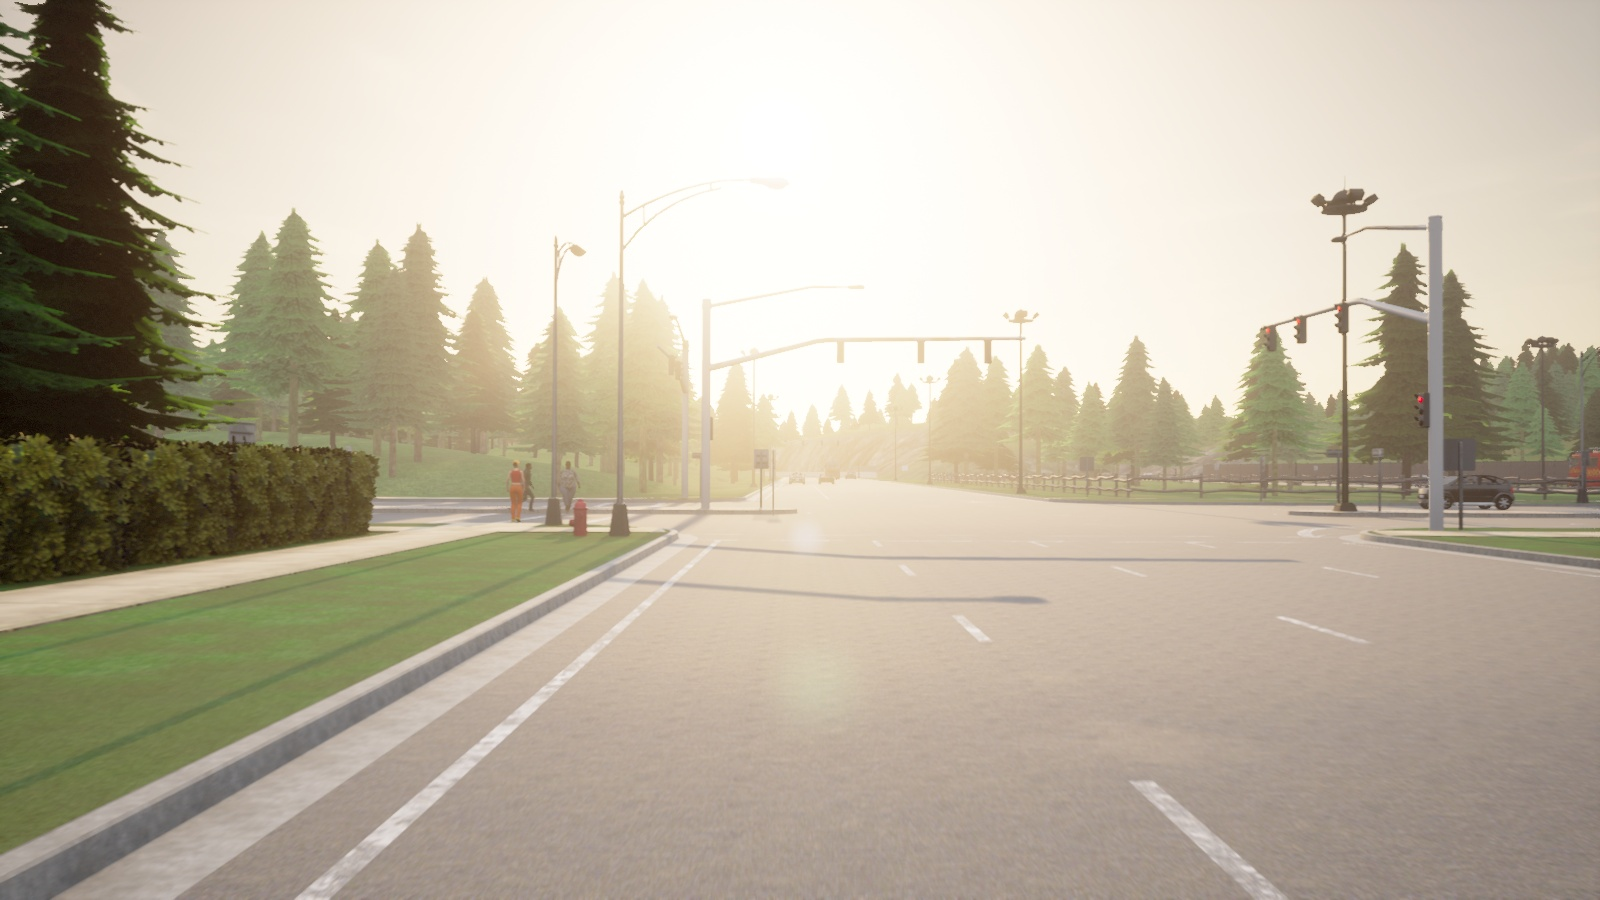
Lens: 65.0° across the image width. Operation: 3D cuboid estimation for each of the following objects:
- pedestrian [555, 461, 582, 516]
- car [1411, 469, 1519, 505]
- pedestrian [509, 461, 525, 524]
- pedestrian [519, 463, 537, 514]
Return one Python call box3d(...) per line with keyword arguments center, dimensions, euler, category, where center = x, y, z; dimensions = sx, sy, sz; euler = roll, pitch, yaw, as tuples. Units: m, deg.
box3d(center=(-7.993, 1.328, 43.333), dimensions=(0.874, 1.855, 0.900), euler=(0, -1, -11), category="pedestrian")
box3d(center=(28.711, 1.588, 54.312), dimensions=(3.705, 1.549, 1.789), euler=(0, -1, 0), category="car")
box3d(center=(-8.332, 1.256, 36.987), dimensions=(0.345, 1.836, 0.594), euler=(0, -1, -1), category="pedestrian")
box3d(center=(-9.807, 1.389, 45.301), dimensions=(0.614, 1.847, 0.353), euler=(0, -1, -4), category="pedestrian")
